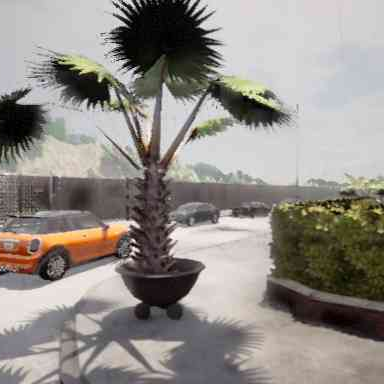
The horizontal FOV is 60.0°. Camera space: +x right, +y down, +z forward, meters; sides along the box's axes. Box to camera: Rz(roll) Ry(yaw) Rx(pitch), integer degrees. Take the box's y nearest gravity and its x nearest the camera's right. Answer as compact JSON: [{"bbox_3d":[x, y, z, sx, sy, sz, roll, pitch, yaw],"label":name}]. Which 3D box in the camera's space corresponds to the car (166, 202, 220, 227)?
[{"bbox_3d":[0.126,1.491,22.975,1.837,1.490,4.892,0,0,36],"label":"car"}]

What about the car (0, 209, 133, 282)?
[{"bbox_3d":[-3.701,1.343,10.177,2.097,1.767,4.553,0,0,23],"label":"car"}]

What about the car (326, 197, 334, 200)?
[{"bbox_3d":[16.913,1.341,39.264,2.097,1.767,4.553,0,0,36],"label":"car"}]

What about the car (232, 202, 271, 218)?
[{"bbox_3d":[5.486,1.586,30.480,1.895,1.301,4.718,0,0,36],"label":"car"}]

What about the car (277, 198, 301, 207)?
[{"bbox_3d":[11.440,1.476,38.796,2.128,1.511,4.902,0,0,36],"label":"car"}]
